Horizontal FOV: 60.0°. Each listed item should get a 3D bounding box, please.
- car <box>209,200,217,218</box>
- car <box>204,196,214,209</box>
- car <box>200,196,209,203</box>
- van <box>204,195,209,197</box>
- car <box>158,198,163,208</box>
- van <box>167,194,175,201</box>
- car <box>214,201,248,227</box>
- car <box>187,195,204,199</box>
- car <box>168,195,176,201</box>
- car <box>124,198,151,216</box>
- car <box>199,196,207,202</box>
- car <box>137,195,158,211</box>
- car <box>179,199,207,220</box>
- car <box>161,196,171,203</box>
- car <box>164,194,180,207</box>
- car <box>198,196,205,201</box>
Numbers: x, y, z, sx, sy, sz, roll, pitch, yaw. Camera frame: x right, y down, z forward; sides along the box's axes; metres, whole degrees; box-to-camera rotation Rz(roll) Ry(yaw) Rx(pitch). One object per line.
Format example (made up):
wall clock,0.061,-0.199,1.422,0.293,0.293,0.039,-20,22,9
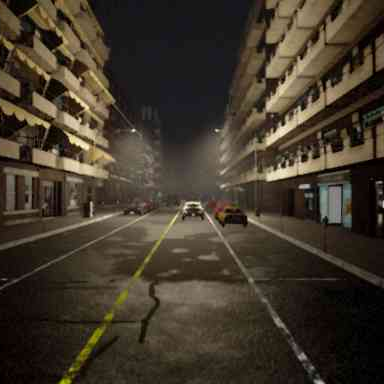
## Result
car,2.709,1.624,28.094,1.802,1.307,4.206,1,0,0
car,2.713,1.650,44.807,1.802,1.307,4.206,1,0,0
car,2.729,1.636,72.833,1.752,1.417,4.829,1,0,0
van,2.726,1.443,67.092,1.690,1.788,3.998,1,0,0
car,-5.663,1.383,44.850,2.192,1.841,5.009,1,0,0
van,-5.651,1.478,89.419,1.690,1.788,3.998,1,0,0
car,2.708,1.559,22.692,1.752,1.417,4.829,1,0,0
car,0.068,1.413,41.311,2.097,1.767,4.553,0,0,0
car,-5.652,1.697,94.988,2.008,1.369,4.403,1,0,0
car,-5.670,1.617,33.707,1.947,1.339,4.313,1,0,0
car,2.704,1.673,83.805,1.887,1.381,4.507,1,0,0
car,-5.664,1.374,39.278,2.192,1.841,5.009,1,0,0
car,0.097,1.569,28.561,1.812,1.442,4.674,0,0,0
car,-5.658,1.636,72.535,1.752,1.417,4.829,1,0,0
car,-3.029,1.303,52.555,2.150,2.045,5.566,0,0,1
car,2.695,1.712,94.947,1.947,1.339,4.313,1,0,0
